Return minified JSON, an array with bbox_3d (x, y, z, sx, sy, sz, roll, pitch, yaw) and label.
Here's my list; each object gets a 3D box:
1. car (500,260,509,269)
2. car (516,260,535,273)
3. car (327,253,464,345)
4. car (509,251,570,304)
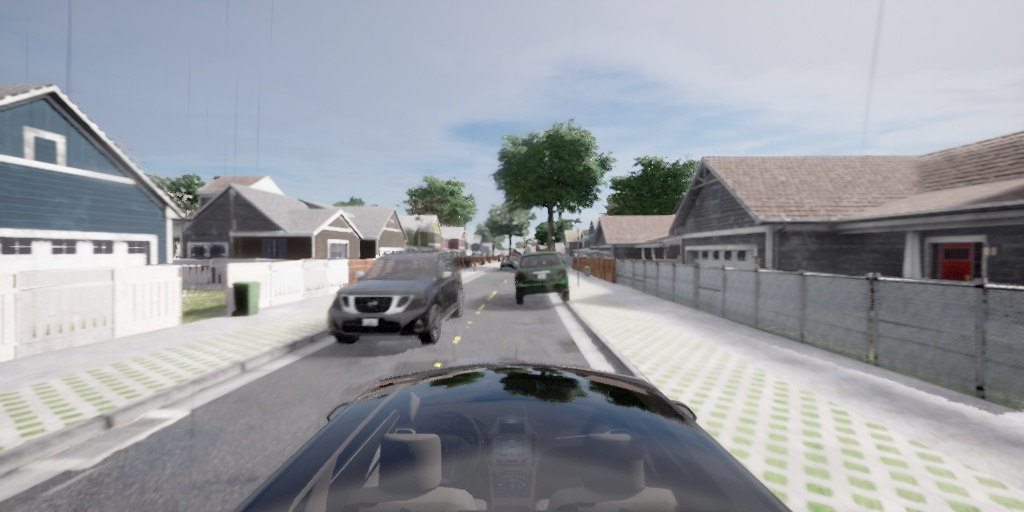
[{"bbox_3d":[-0.669,1.203,51.497,1.895,1.301,4.718,0,0,3],"label":"car"},{"bbox_3d":[1.657,1.171,42.910,2.033,1.411,5.357,0,0,5],"label":"car"},{"bbox_3d":[-2.703,0.936,9.786,2.150,2.045,5.566,0,0,2],"label":"car"},{"bbox_3d":[1.234,0.846,15.964,2.150,2.045,5.566,-5,0,3],"label":"car"}]
